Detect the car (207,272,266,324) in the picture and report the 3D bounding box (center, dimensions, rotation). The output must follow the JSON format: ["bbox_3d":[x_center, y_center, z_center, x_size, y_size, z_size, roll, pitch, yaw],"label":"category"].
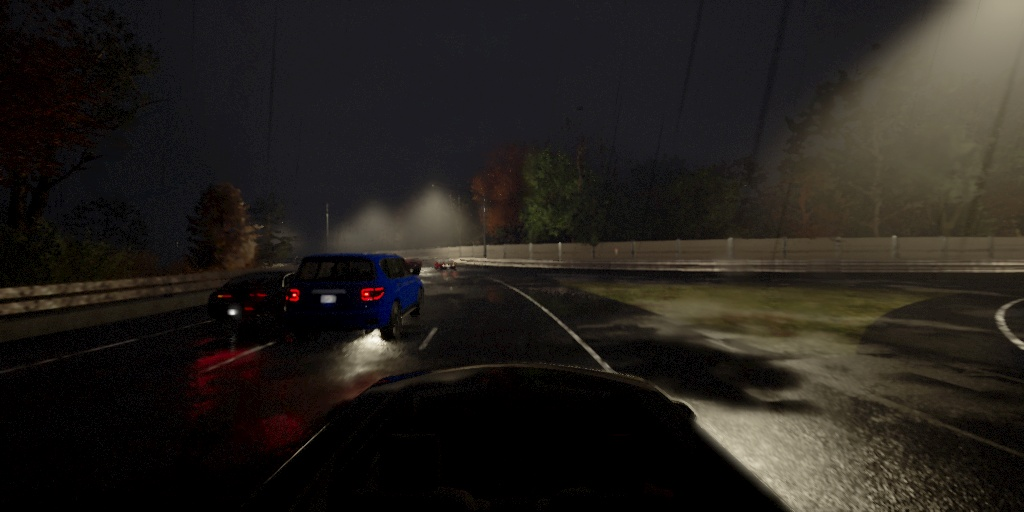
[{"bbox_3d":[-7.654,1.225,11.925,1.837,1.490,4.892,0,0,-6],"label":"car"}]

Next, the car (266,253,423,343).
[{"bbox_3d":[-3.888,0.935,9.833,2.150,2.045,5.566,0,0,-5],"label":"car"}]

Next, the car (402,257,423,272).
[{"bbox_3d":[-12.138,0.993,43.552,1.882,1.535,5.008,0,1,-22],"label":"car"}]

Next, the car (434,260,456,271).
[{"bbox_3d":[-8.051,1.098,42.776,1.895,1.301,4.718,0,0,-22],"label":"car"}]
